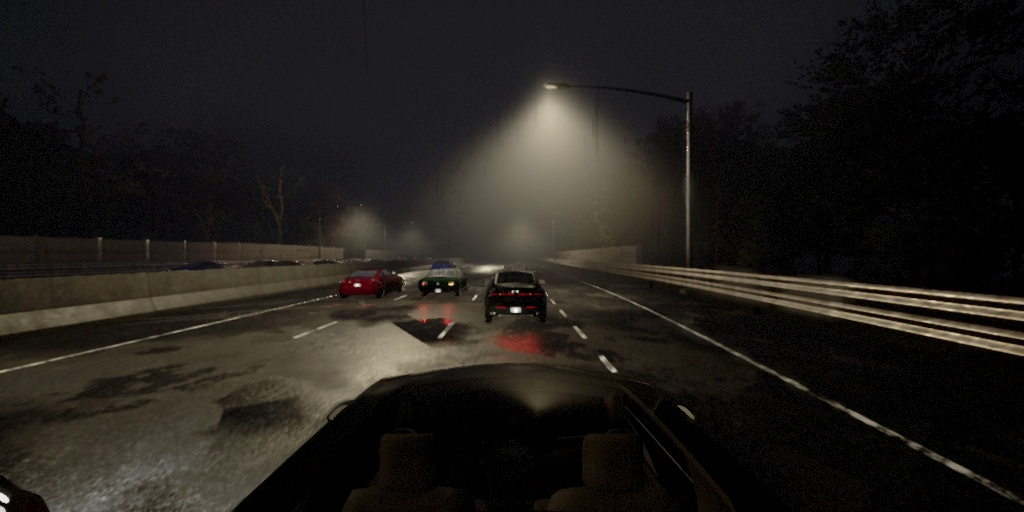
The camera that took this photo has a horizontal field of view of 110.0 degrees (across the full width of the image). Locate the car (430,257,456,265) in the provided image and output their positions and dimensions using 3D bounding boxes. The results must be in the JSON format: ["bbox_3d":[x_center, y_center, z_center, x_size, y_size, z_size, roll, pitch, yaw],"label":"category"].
[{"bbox_3d":[-6.888,1.136,36.598,1.882,1.535,5.008,0,0,0],"label":"car"}]

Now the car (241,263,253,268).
[{"bbox_3d":[-24.578,1.188,35.262,1.812,1.442,4.674,0,0,0],"label":"car"}]

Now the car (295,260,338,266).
[{"bbox_3d":[-17.583,1.171,33.384,1.837,1.490,4.892,0,0,0],"label":"car"}]

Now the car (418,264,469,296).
[{"bbox_3d":[-3.393,1.301,18.704,1.895,1.301,4.718,0,0,0],"label":"car"}]

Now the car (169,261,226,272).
[{"bbox_3d":[-28.082,1.195,32.184,1.812,1.442,4.674,0,0,0],"label":"car"}]

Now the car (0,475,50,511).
[{"bbox_3d":[-3.401,1.320,0.105,1.994,1.385,4.181,0,0,0],"label":"car"}]

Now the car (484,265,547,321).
[{"bbox_3d":[0.104,1.222,12.223,1.837,1.490,4.892,0,0,0],"label":"car"}]

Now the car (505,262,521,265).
[{"bbox_3d":[0.111,1.218,30.620,2.033,1.411,5.357,0,0,0],"label":"car"}]

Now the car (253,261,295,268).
[{"bbox_3d":[-21.082,1.193,33.125,1.812,1.442,4.674,0,0,0],"label":"car"}]

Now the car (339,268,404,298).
[{"bbox_3d":[-6.896,1.266,17.993,1.994,1.385,4.181,0,0,0],"label":"car"}]
